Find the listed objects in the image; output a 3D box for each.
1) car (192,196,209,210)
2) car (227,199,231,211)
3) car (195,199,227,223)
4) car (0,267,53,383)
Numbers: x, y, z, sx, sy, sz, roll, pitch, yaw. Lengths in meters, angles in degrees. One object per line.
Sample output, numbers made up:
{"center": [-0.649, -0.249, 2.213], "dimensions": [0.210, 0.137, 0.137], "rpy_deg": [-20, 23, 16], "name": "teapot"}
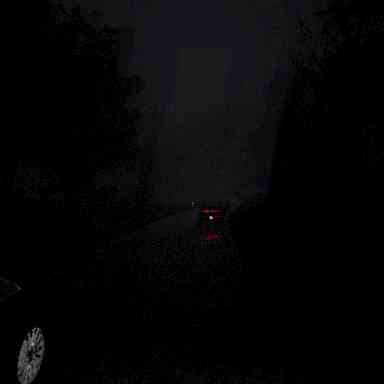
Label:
{"center": [1.311, 1.416, 44.211], "dimensions": [2.097, 1.767, 4.553], "rpy_deg": [1, 1, 10], "name": "car"}
{"center": [3.881, 1.603, 41.979], "dimensions": [2.128, 1.511, 4.902], "rpy_deg": [0, 0, 9], "name": "car"}
{"center": [1.572, 1.515, 25.325], "dimensions": [1.837, 1.490, 4.892], "rpy_deg": [0, 0, 6], "name": "car"}
{"center": [-2.763, 1.474, 2.441], "dimensions": [2.128, 1.511, 4.902], "rpy_deg": [0, 0, 1], "name": "car"}
